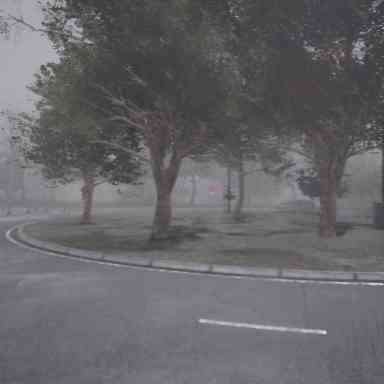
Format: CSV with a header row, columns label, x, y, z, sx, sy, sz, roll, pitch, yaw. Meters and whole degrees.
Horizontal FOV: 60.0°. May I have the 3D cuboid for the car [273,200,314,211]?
label,x,y,z,sx,sy,sz,roll,pitch,yaw
car,13.195,1.920,43.835,4.718,1.301,1.895,0,0,24
